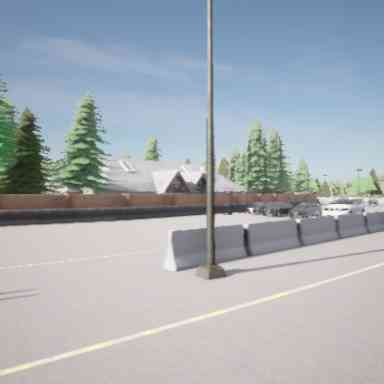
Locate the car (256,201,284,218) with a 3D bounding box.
[{"bbox_3d":[9.182,1.847,35.241,1.837,1.490,4.892,-1,-1,44],"label":"car"}]

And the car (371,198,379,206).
[{"bbox_3d":[35.634,1.966,65.315,2.033,1.411,5.357,-1,-1,30],"label":"car"}]

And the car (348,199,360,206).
[{"bbox_3d":[33.139,2.130,68.035,1.994,1.385,4.181,-1,-1,28],"label":"car"}]

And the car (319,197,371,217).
[{"bbox_3d":[13.863,1.495,29.994,2.150,2.045,5.566,-1,-1,44],"label":"car"}]

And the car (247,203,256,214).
[{"bbox_3d":[8.373,1.880,39.470,2.128,1.511,4.902,-1,-1,43],"label":"car"}]

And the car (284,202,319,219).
[{"bbox_3d":[11.189,1.807,32.277,1.837,1.490,4.892,-1,0,44],"label":"car"}]
